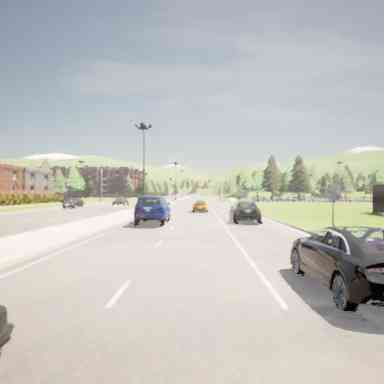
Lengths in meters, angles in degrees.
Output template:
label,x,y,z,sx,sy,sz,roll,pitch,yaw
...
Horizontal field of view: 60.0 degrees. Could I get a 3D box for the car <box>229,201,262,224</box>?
label,x,y,z,sx,sy,sz,roll,pitch,yaw
car,4.166,1.490,26.560,2.097,1.767,4.553,0,0,1

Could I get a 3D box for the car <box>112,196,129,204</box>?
label,x,y,z,sx,sy,sz,roll,pitch,yaw
car,-10.412,1.379,48.808,1.812,1.442,4.674,0,0,1

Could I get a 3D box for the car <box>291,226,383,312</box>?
label,x,y,z,sx,sy,sz,roll,pitch,yaw
car,3.760,1.540,7.776,2.128,1.511,4.902,0,0,1

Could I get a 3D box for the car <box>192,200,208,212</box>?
label,x,y,z,sx,sy,sz,roll,pitch,yaw
car,1.017,1.677,41.527,1.882,1.535,5.008,0,0,1

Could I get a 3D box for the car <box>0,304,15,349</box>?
label,x,y,z,sx,sy,sz,roll,pitch,yaw
car,-3.333,1.547,2.017,2.033,1.411,5.357,0,0,0

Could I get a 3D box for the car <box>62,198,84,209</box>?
label,x,y,z,sx,sy,sz,roll,pitch,yaw
car,-17.412,1.713,48.972,2.128,1.511,4.902,0,0,1

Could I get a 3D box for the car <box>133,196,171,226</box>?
label,x,y,z,sx,sy,sz,roll,pitch,yaw
car,-2.880,1.330,24.716,2.150,2.045,5.566,0,0,1
